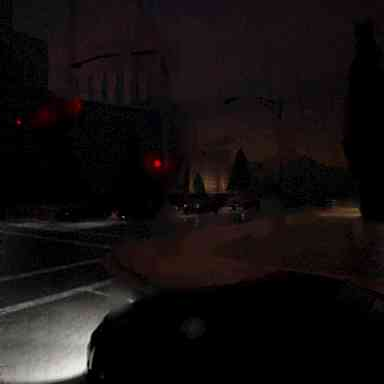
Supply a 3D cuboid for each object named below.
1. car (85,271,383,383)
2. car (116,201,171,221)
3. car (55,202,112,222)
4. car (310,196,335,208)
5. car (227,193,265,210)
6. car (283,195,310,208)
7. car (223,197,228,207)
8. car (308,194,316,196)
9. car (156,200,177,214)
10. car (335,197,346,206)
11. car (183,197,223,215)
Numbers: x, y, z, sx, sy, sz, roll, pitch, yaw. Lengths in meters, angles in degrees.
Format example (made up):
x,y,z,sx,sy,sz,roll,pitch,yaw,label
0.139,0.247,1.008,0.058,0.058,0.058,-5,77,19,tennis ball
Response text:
x,y,z,sx,sy,sz,roll,pitch,yaw,label
0.826,1.571,3.413,4.181,1.385,1.994,0,0,35,car
-4.293,1.725,28.865,1.895,1.301,4.718,0,0,36,car
-9.097,1.624,28.223,1.882,1.535,5.008,0,0,36,car
18.920,1.640,48.599,1.994,1.385,4.181,0,0,37,car
7.323,1.343,44.855,2.150,2.045,5.566,0,0,36,car
15.468,1.645,49.784,2.033,1.411,5.357,0,0,35,car
2.163,1.691,43.711,2.033,1.411,5.357,0,0,36,car
21.678,1.602,58.341,1.837,1.490,4.892,0,0,36,car
-3.577,1.650,35.809,1.837,1.490,4.892,0,0,36,car
24.799,1.567,56.682,2.128,1.511,4.902,0,0,36,car
1.024,1.475,36.196,2.097,1.767,4.553,0,0,36,car
